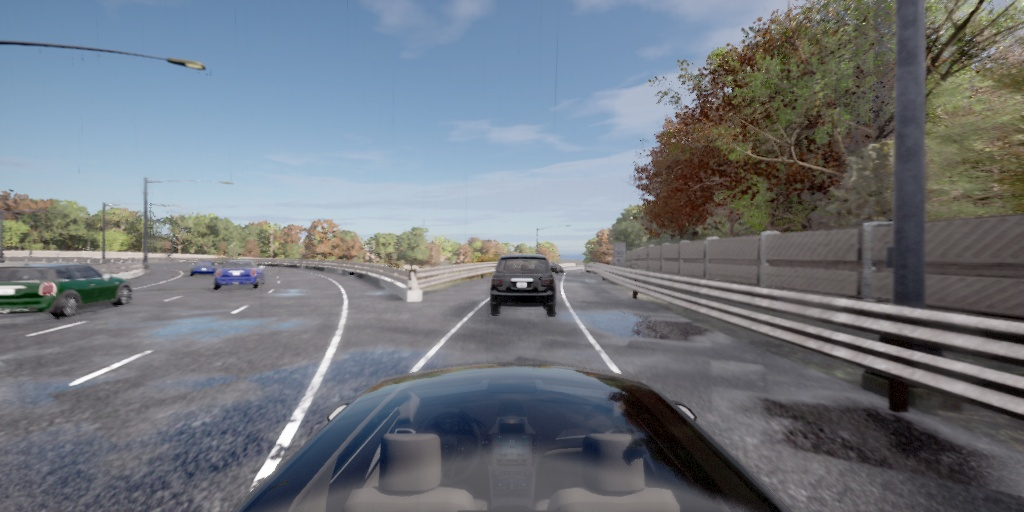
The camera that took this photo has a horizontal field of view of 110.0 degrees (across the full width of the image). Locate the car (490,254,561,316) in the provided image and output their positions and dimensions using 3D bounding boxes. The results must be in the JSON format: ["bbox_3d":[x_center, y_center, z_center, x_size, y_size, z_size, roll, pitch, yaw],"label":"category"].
[{"bbox_3d":[0.491,0.960,13.476,2.150,2.045,5.566,0,0,4],"label":"car"}]

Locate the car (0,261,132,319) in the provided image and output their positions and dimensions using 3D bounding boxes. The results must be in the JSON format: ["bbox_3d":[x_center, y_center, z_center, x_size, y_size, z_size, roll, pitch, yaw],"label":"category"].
[{"bbox_3d":[-15.326,1.039,12.181,2.097,1.767,4.553,0,0,-24],"label":"car"}]

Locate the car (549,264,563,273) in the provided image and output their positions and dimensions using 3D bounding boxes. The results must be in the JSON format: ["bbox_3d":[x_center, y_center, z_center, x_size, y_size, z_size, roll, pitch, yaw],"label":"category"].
[{"bbox_3d":[7.431,2.171,60.295,1.994,1.385,4.181,0,-3,11],"label":"car"}]

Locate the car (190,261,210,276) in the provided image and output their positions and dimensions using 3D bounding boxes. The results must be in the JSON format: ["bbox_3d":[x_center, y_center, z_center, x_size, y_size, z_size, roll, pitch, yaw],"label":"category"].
[{"bbox_3d":[-29.609,1.179,34.552,1.994,1.385,4.181,0,0,-39],"label":"car"}]

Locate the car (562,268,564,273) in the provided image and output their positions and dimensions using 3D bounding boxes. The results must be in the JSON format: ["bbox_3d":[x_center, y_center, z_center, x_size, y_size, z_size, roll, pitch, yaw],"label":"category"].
[{"bbox_3d":[6.338,1.845,54.013,1.994,1.385,4.181,0,-2,10],"label":"car"}]

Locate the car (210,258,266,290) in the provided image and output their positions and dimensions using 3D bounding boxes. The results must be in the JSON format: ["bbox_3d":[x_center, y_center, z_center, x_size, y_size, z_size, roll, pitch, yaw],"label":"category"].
[{"bbox_3d":[-16.726,1.023,22.235,2.097,1.767,4.553,0,0,-30],"label":"car"}]
